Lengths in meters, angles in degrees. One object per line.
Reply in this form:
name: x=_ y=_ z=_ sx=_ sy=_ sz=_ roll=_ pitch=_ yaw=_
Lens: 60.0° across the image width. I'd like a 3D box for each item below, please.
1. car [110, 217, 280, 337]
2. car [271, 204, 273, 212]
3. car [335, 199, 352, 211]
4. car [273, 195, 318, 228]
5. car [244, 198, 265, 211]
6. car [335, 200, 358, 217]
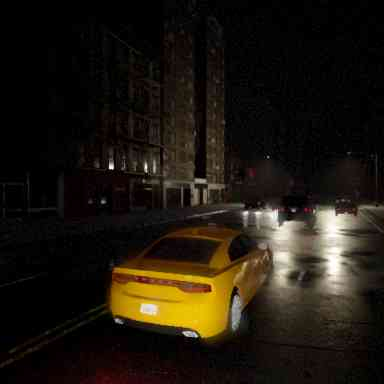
car: x=0.388 y=1.478 z=6.867 sx=1.882 sy=1.535 sz=5.008 roll=0 pitch=0 yaw=23
car: x=10.520 y=1.592 z=38.932 sx=1.895 sy=1.301 sz=4.718 roll=0 pitch=0 yaw=23
car: x=18.678 y=1.591 z=41.050 sx=1.895 sy=1.301 sz=4.718 roll=0 pitch=0 yaw=24
car: x=7.282 y=1.218 z=22.782 sx=2.150 sy=2.045 sz=5.566 roll=0 pitch=0 yaw=23
car: x=7.711 y=1.496 z=40.619 sx=1.837 sy=1.490 sz=4.892 roll=0 pitch=0 yaw=23
car: x=14.739 y=1.594 z=31.878 sx=1.895 sy=1.301 sz=4.718 roll=0 pitch=0 yaw=24
